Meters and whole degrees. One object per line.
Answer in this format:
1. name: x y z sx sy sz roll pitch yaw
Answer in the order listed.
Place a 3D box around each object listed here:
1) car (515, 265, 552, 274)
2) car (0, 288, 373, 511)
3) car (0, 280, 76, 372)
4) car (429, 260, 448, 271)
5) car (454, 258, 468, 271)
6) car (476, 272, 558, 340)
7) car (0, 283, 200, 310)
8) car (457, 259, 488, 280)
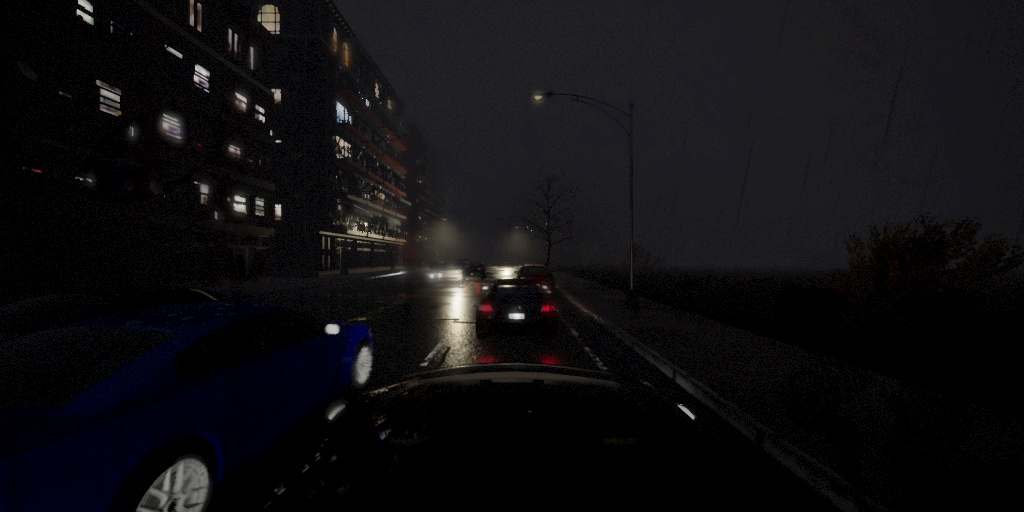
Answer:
1. car: 1.149 1.230 18.938 1.882 1.535 5.008 0 0 0
2. car: -3.151 1.228 3.782 1.882 1.535 5.008 0 0 0
3. car: -9.849 1.242 4.774 2.128 1.511 4.902 0 0 0
4. car: -9.815 1.243 48.144 2.128 1.511 4.902 0 0 0
5. car: -6.563 1.103 48.985 2.097 1.767 4.553 0 0 0
6. car: 0.107 1.315 10.018 1.994 1.385 4.181 0 0 0
7. car: -6.598 1.255 5.716 1.837 1.490 4.892 0 0 0
8. car: -3.129 1.242 30.868 2.128 1.511 4.902 0 0 0
